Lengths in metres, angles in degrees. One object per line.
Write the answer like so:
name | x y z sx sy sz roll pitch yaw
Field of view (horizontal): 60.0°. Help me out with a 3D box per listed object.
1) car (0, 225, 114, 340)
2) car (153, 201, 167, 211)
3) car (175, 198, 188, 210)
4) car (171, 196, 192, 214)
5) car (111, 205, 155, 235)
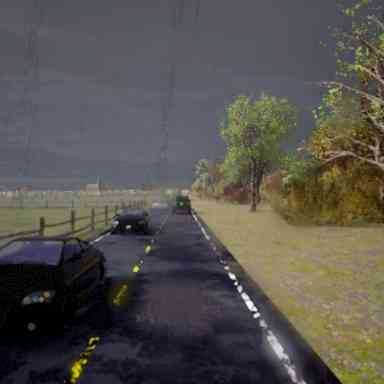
car | -3.057 1.612 6.675 1.994 1.385 4.181 0 0 -2
car | -4.418 1.863 46.176 1.895 1.301 4.718 0 0 -2
car | -1.582 1.755 49.416 1.882 1.535 5.008 0 0 -2
car | -1.216 1.448 38.957 2.150 2.045 5.566 0 0 -2
car | -3.497 1.692 19.705 1.994 1.385 4.181 0 0 -3
